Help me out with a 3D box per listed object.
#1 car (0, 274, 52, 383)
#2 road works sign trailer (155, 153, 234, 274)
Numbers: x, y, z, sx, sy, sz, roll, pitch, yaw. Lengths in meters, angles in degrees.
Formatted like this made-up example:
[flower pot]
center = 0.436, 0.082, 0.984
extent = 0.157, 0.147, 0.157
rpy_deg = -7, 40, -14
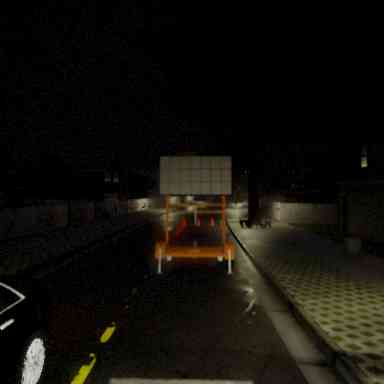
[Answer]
[car]
center = -2.682, 1.518, 2.346
extent = 1.837, 1.490, 4.892
rpy_deg = 0, 0, 0
[road works sign trailer]
center = 0.121, 0.529, 10.821
extent = 2.380, 3.560, 2.880
rpy_deg = 0, 0, 2
